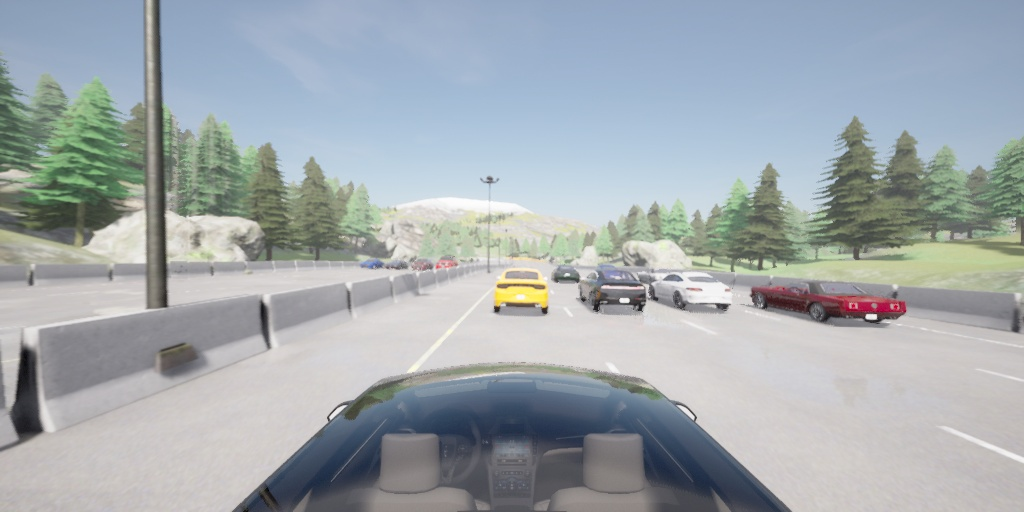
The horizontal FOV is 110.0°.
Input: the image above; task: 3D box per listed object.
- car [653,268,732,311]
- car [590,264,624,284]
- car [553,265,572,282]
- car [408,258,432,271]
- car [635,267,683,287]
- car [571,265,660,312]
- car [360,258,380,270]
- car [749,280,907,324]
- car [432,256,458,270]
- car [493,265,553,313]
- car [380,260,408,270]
[{"bbox_3d":[7.429,1.391,15.276,1.812,1.442,4.674,1,0,2],"label":"car"},{"bbox_3d":[7.915,1.461,30.389,1.812,1.442,4.674,1,0,2],"label":"car"},{"bbox_3d":[4.393,1.429,29.885,1.994,1.385,4.181,1,0,2],"label":"car"},{"bbox_3d":[-12.594,1.118,50.595,2.097,1.767,4.553,1,-1,2],"label":"car"},{"bbox_3d":[11.327,1.585,28.015,1.895,1.301,4.718,1,0,2],"label":"car"},{"bbox_3d":[3.901,1.290,14.533,2.128,1.511,4.902,1,0,2],"label":"car"},{"bbox_3d":[-19.598,1.108,50.477,1.882,1.535,5.008,1,-1,2],"label":"car"},{"bbox_3d":[10.842,1.529,12.937,1.895,1.301,4.718,1,0,2],"label":"car"},{"bbox_3d":[-9.094,1.054,50.603,2.150,2.045,5.566,1,-1,2],"label":"car"},{"bbox_3d":[0.379,1.211,14.009,1.882,1.535,5.008,1,-1,2],"label":"car"},{"bbox_3d":[-16.105,1.243,50.400,2.033,1.411,5.357,1,-1,2],"label":"car"}]
